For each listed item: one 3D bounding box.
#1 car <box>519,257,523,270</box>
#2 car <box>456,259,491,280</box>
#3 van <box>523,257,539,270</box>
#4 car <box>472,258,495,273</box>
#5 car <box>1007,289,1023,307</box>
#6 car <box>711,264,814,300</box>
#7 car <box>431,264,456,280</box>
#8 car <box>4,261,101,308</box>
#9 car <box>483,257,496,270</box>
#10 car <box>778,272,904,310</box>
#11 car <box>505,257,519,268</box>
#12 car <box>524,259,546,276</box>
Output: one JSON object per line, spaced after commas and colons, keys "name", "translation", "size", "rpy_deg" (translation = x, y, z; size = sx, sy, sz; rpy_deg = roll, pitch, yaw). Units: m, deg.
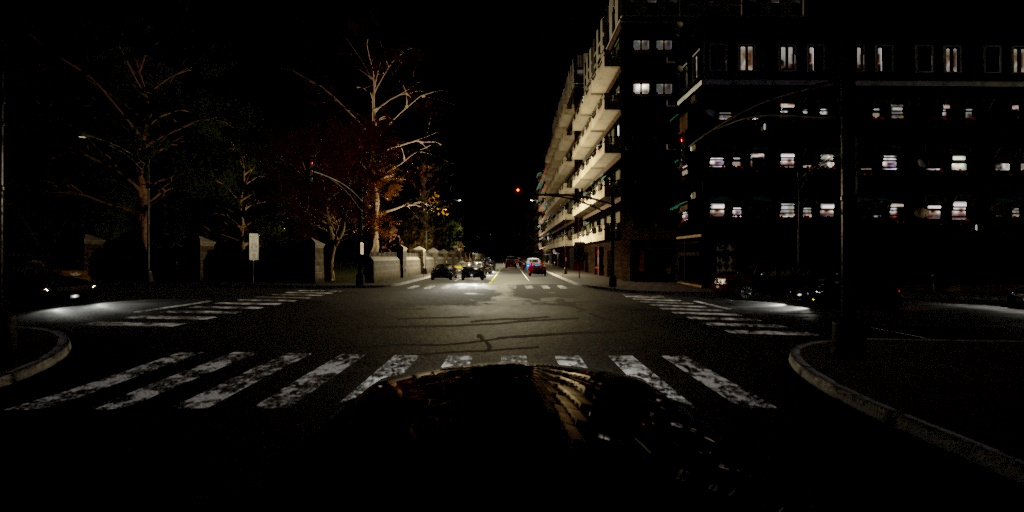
{"name": "car", "translation": [2.447, 1.228, 53.783], "size": [1.967, 1.591, 4.097], "rpy_deg": [0, 0, 0]}
{"name": "car", "translation": [-3.230, 1.254, 31.052], "size": [2.128, 1.511, 4.902], "rpy_deg": [0, 0, 0]}
{"name": "van", "translation": [2.500, 1.114, 42.523], "size": [1.690, 1.789, 3.998], "rpy_deg": [0, 0, 0]}
{"name": "car", "translation": [-3.280, 1.277, 41.351], "size": [1.837, 1.490, 4.892], "rpy_deg": [0, 0, 0]}
{"name": "car", "translation": [26.089, 1.785, 16.572], "size": [4.674, 1.442, 1.812], "rpy_deg": [1, 0, -1]}
{"name": "car", "translation": [13.371, 1.352, 18.973], "size": [5.009, 1.841, 2.192], "rpy_deg": [0, 0, -1]}
{"name": "car", "translation": [-5.827, 1.329, 31.223], "size": [1.948, 1.339, 4.313], "rpy_deg": [0, 0, 0]}
{"name": "car", "translation": [-18.218, 0.996, 12.733], "size": [5.357, 1.411, 2.033], "rpy_deg": [1, 0, -1]}
{"name": "car", "translation": [-3.323, 1.277, 51.763], "size": [2.128, 1.511, 4.902], "rpy_deg": [0, 0, 0]}
{"name": "car", "translation": [15.113, 1.623, 16.409], "size": [4.181, 1.385, 1.994], "rpy_deg": [1, 0, -1]}
{"name": "car", "translation": [-0.179, 1.324, 60.923], "size": [1.812, 1.442, 4.674], "rpy_deg": [0, 0, 0]}
{"name": "car", "translation": [2.527, 1.313, 36.893], "size": [1.888, 1.381, 4.507], "rpy_deg": [0, 0, 0]}
